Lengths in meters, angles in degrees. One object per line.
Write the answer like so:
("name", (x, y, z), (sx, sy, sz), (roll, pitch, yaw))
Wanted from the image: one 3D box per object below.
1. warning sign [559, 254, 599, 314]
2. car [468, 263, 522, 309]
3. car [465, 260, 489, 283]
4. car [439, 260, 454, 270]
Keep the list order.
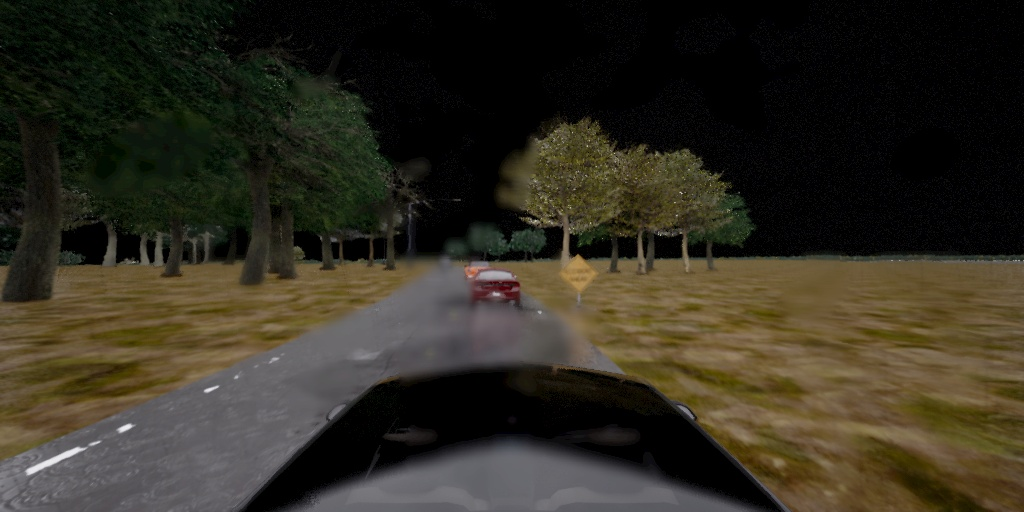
("warning sign", (2.239, 0.868, 11.729), (1.300, 1.860, 1.060), (0, 0, -5))
("car", (-0.762, 1.234, 15.034), (1.882, 1.535, 5.008), (0, 0, -6))
("car", (-2.615, 1.112, 28.538), (2.097, 1.767, 4.553), (0, 0, -9))
("car", (-9.469, 1.275, 52.203), (1.882, 1.535, 5.008), (0, -1, -8))
